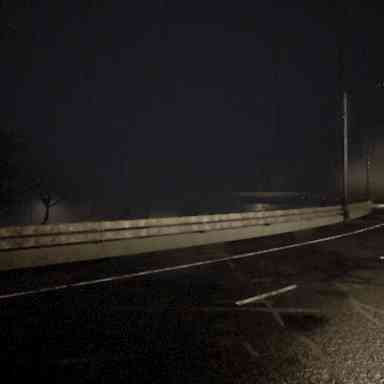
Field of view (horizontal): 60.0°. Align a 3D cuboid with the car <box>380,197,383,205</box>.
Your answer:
[{"bbox_3d":[35.182,1.737,58.502,1.994,1.385,4.181,0,0,18],"label":"car"}]

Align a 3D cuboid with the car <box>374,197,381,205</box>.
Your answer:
[{"bbox_3d":[37.072,1.730,64.806,1.812,1.442,4.674,0,0,13],"label":"car"}]
